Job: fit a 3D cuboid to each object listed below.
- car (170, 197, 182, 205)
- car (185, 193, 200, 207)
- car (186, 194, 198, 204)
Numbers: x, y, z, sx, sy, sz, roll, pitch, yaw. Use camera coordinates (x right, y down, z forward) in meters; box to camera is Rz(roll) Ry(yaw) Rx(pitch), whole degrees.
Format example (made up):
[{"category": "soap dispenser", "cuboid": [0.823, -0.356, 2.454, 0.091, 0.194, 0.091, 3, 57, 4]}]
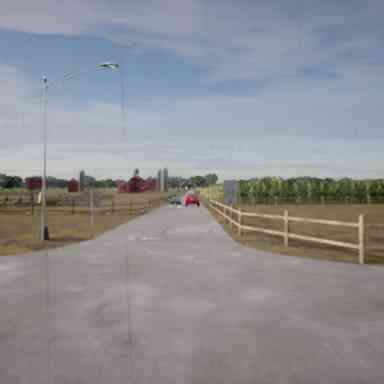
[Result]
[{"category": "car", "cuboid": [-2.695, 1.497, 56.007, 2.033, 1.411, 5.357, 0, 0, 0]}, {"category": "car", "cuboid": [0.052, 1.184, 50.620, 2.150, 2.045, 5.566, 0, 0, 0]}, {"category": "car", "cuboid": [0.061, 1.317, 60.981, 2.097, 1.767, 4.553, 0, 0, 0]}]
